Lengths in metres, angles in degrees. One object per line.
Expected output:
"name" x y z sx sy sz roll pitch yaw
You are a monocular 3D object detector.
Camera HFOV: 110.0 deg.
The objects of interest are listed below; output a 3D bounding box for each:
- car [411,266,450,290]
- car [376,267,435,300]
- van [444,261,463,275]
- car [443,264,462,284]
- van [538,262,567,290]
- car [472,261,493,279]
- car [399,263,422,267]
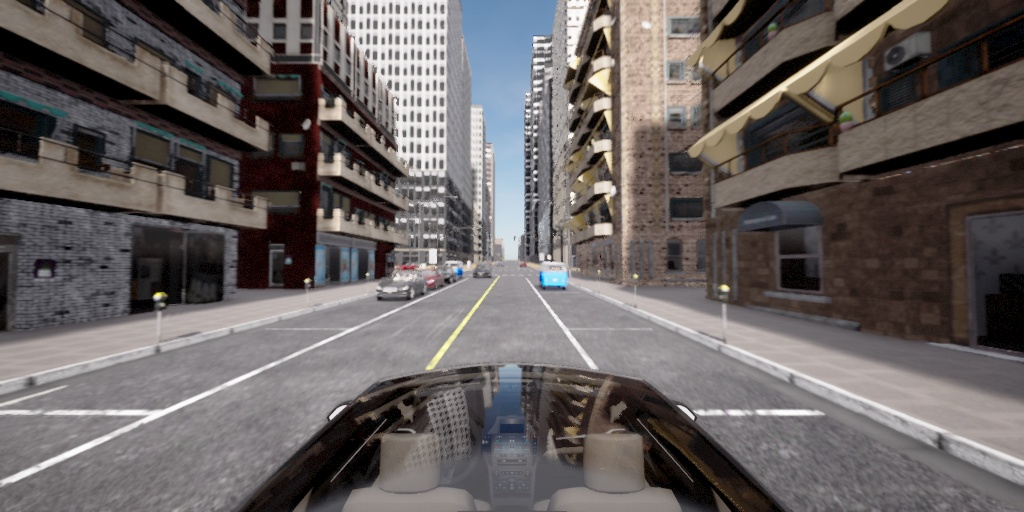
"car" -5.656 1.542 24.291 1.802 1.307 4.207 0 0 0
"car" -5.656 1.459 18.750 2.007 1.370 4.403 0 0 0
"van" -5.825 1.403 35.371 1.690 1.789 3.998 0 0 0
"car" -5.656 1.577 29.830 1.948 1.339 4.313 0 0 0
"van" 2.693 1.301 24.343 1.690 1.789 3.998 0 0 0
"car" -3.036 1.589 37.630 1.837 1.490 4.892 0 -1 1
"car" -16.490 1.769 57.999 4.097 1.591 1.967 0 0 0
